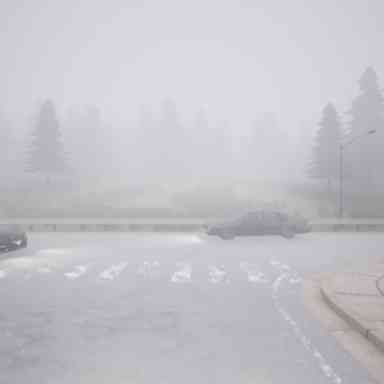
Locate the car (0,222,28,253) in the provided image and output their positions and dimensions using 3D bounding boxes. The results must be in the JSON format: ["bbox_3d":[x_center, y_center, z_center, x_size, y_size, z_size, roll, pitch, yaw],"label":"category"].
[{"bbox_3d":[-8.657,1.542,12.570,4.892,1.490,1.837,1,0,11],"label":"car"}]

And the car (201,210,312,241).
[{"bbox_3d":[3.217,1.604,16.752,5.357,1.411,2.033,0,0,-9],"label":"car"}]
